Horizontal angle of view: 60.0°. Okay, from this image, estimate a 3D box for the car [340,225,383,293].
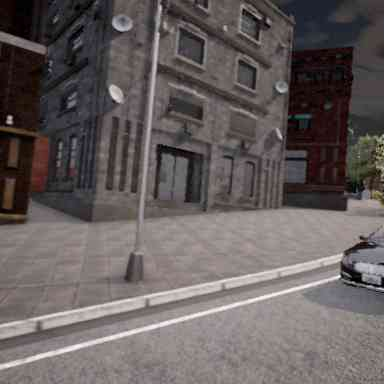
[{"bbox_3d":[5.555,1.499,8.308,4.902,1.511,2.128,0,0,-39],"label":"car"}]
